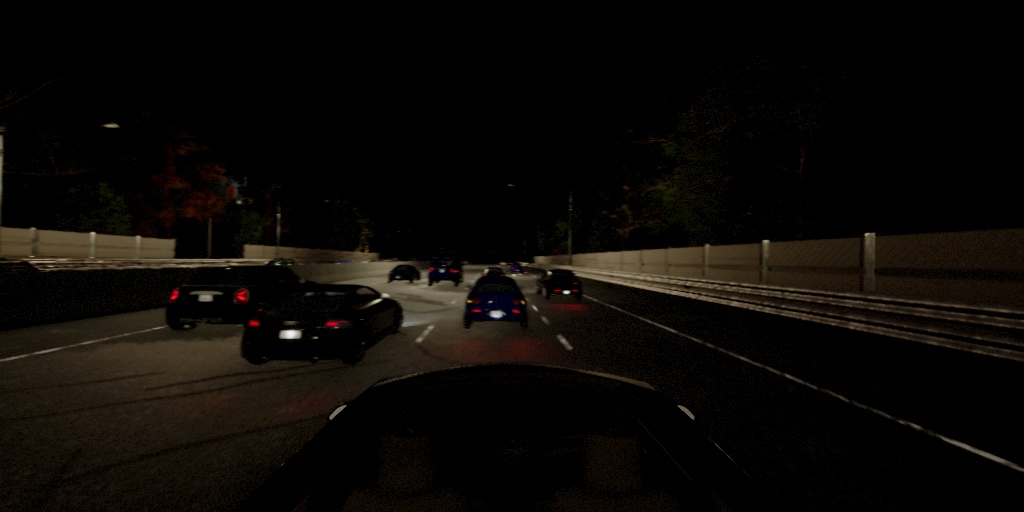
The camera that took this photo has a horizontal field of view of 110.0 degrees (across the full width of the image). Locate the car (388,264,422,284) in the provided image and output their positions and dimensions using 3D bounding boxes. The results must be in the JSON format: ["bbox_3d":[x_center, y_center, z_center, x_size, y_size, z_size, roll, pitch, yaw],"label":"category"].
[{"bbox_3d":[-8.463,1.384,28.491,1.812,1.442,4.674,1,-1,-3],"label":"car"}]

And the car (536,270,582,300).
[{"bbox_3d":[2.449,1.480,19.391,1.837,1.490,4.892,1,-1,-3],"label":"car"}]

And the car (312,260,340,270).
[{"bbox_3d":[-27.483,1.274,53.087,1.812,1.442,4.674,1,-1,-3],"label":"car"}]

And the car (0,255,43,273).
[{"bbox_3d":[-18.241,0.845,11.529,2.097,1.767,4.553,1,-1,-3],"label":"car"}]

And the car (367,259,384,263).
[{"bbox_3d":[-20.514,1.243,53.758,2.097,1.767,4.553,1,-1,-3],"label":"car"}]

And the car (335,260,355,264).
[{"bbox_3d":[-23.893,1.276,51.341,1.882,1.535,5.008,1,-1,-3],"label":"car"}]

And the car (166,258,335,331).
[{"bbox_3d":[-7.483,1.047,10.751,2.097,1.767,4.553,1,-1,-3],"label":"car"}]

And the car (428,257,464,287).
[{"bbox_3d":[-4.865,1.133,26.844,2.150,2.045,5.566,1,-1,-3],"label":"car"}]

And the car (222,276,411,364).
[{"bbox_3d":[-3.831,1.303,8.028,1.994,1.385,4.181,1,-1,-3],"label":"car"}]

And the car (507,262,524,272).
[{"bbox_3d":[0.653,1.809,51.994,1.812,1.442,4.674,1,-1,-3],"label":"car"}]

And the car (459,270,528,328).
[{"bbox_3d":[-0.529,1.366,11.655,1.812,1.442,4.674,1,-1,-3],"label":"car"}]

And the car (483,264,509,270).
[{"bbox_3d":[-1.452,1.559,28.480,1.994,1.385,4.181,1,-1,-3],"label":"car"}]
